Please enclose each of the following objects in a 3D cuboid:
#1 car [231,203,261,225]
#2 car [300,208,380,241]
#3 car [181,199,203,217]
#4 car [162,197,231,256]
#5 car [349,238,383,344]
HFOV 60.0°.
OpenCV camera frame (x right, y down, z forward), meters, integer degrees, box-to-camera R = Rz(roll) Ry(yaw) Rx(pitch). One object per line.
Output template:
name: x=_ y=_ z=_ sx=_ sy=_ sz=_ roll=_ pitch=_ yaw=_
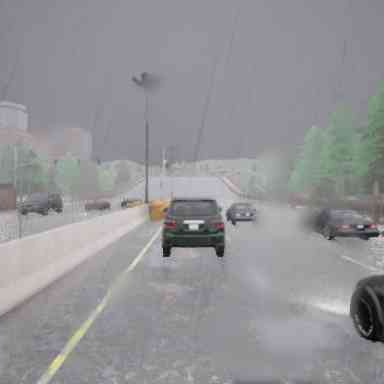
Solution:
car: x=3.495 y=1.482 z=23.475 sx=2.033 sy=1.411 sz=5.357 roll=0 pitch=0 yaw=0
car: x=7.030 y=1.496 z=16.437 sx=2.033 sy=1.411 sz=5.357 roll=0 pitch=0 yaw=0
car: x=-0.039 y=1.424 z=30.697 sx=1.837 sy=1.490 sz=4.892 roll=0 pitch=0 yaw=0
car: x=0.044 y=1.186 z=13.115 sx=2.150 sy=2.045 sz=5.566 roll=0 pitch=0 yaw=0
car: x=3.583 y=1.550 z=3.805 sx=1.994 sy=1.385 sz=4.181 roll=0 pitch=0 yaw=0
